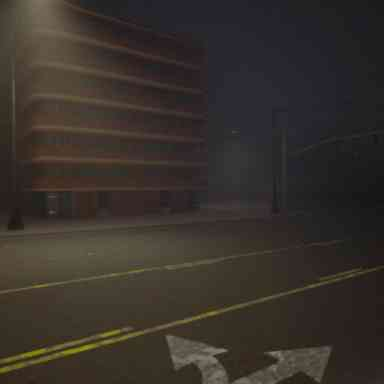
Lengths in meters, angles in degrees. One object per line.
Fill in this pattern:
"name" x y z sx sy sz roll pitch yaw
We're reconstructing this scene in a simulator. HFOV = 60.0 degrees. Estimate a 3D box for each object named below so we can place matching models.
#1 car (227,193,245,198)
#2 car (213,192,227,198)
"car" 11.727 0.871 85.479 3.806 1.475 1.970 -1 1 -35
"car" 7.753 0.723 89.697 4.611 1.667 2.242 -1 1 -35
